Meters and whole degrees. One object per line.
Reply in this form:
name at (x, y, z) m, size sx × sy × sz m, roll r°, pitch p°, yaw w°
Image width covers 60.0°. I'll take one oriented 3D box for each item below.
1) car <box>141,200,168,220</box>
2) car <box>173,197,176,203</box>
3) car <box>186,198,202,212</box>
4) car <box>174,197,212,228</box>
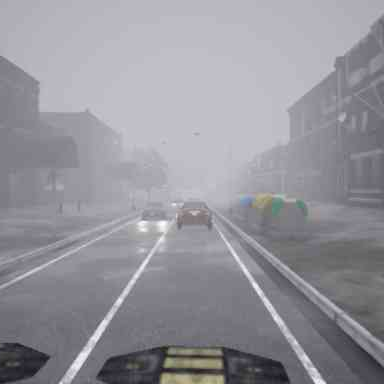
car at (-3.025, 1.479, 27.669) m, size 1.837 × 1.490 × 4.892 m, roll 0°, pitch 0°, yaw 0°
car at (-2.817, 1.681, 68.754) m, size 1.895 × 1.301 × 4.718 m, roll 0°, pitch 0°, yaw 0°
car at (0.206, 1.496, 40.313) m, size 1.837 × 1.490 × 4.892 m, roll 0°, pitch 0°, yaw 0°
car at (0.155, 1.329, 21.783) m, size 2.097 × 1.767 × 4.553 m, roll 0°, pitch 0°, yaw 0°
